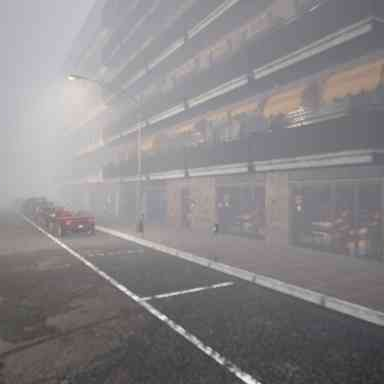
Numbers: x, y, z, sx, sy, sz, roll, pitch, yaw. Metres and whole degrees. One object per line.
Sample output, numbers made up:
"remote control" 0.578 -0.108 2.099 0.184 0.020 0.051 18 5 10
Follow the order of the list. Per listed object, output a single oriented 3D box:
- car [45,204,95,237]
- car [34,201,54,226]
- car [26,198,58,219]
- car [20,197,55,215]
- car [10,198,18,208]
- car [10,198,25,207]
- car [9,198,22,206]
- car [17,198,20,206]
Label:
"car" -6.712 1.594 18.550 1.887 1.381 4.507 0 0 -31
"car" -9.620 1.614 23.372 1.887 1.381 4.507 0 0 -31
"car" -12.527 1.530 28.193 1.967 1.590 4.097 0 0 -31
"car" -15.435 1.426 33.014 2.192 1.841 5.009 0 0 -31
"car" -27.062 1.638 52.301 1.967 1.590 4.097 0 0 -31
"car" -29.967 1.788 57.124 1.947 1.339 4.313 -1 0 -31
"car" -32.963 1.774 62.091 1.752 1.417 4.829 -1 0 -31
"car" -18.341 1.571 37.837 1.967 1.590 4.097 0 0 -31
